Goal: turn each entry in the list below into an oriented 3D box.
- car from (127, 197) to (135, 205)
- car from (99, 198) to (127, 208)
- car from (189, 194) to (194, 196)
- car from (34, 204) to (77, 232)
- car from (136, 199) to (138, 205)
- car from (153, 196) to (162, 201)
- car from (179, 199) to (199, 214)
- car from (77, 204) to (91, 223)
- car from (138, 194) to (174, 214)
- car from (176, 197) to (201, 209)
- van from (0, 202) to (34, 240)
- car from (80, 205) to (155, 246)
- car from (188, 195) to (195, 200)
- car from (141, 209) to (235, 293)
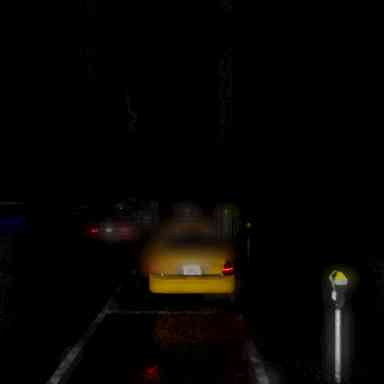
[{"bbox_3d":[-8.815,1.591,41.985,1.802,1.307,4.206,0,0,0],"label":"car"},{"bbox_3d":[-8.815,1.572,36.483,1.947,1.339,4.313,0,0,0],"label":"car"},{"bbox_3d":[-0.257,1.500,84.576,1.967,1.590,4.097,0,0,0],"label":"car"},{"bbox_3d":[-8.815,1.567,19.979,1.947,1.339,4.313,0,0,0],"label":"car"},{"bbox_3d":[-6.164,1.612,46.544,1.895,1.301,4.718,0,0,0],"label":"car"},{"bbox_3d":[-8.782,1.642,84.589,1.802,1.307,4.206,0,0,0],"label":"car"},{"bbox_3d":[-0.290,1.557,36.484,2.008,1.369,4.403,0,0,0],"label":"car"},{"bbox_3d":[-8.815,1.585,25.481,1.802,1.307,4.206,0,0,0],"label":"car"},{"bbox_3d":[-3.136,1.229,30.331,2.150,2.045,5.566,0,0,0],"label":"car"},{"bbox_3d":[-0.290,1.443,25.481,1.967,1.590,4.097,0,0,0],"label":"car"},{"bbox_3d":[-8.815,1.342,14.478,1.690,1.788,3.998,0,0,0],"label":"van"},{"bbox_3d":[-3.136,1.548,15.270,2.033,1.411,5.357,0,0,0],"label":"car"},{"bbox_3d":[-0.237,1.635,95.394,2.008,1.369,4.403,0,0,0],"label":"car"},{"bbox_3d":[0.005,1.457,8.840,1.801,1.575,5.366,0,0,0],"label":"car"}]
